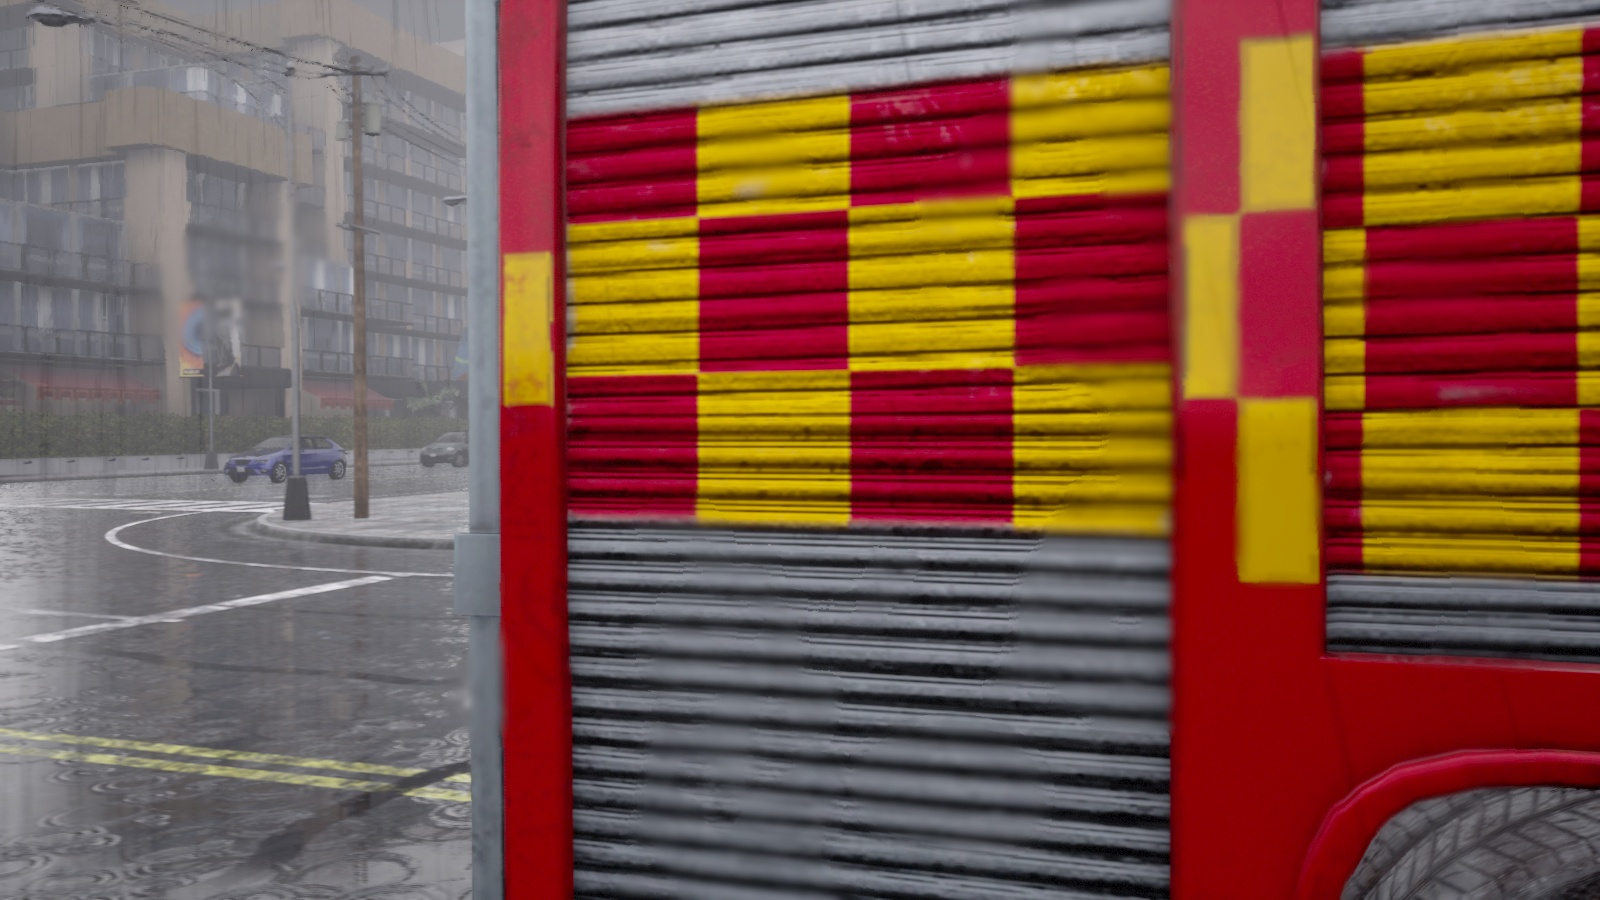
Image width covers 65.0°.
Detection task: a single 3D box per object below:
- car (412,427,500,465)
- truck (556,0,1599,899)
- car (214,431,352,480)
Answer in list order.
[{"bbox_3d":[-15.134,-0.213,55.406,1.851,1.617,3.988,1,1,18],"label":"car"},{"bbox_3d":[4.131,-0.352,1.786,8.468,3.827,2.891,1,1,19],"label":"truck"},{"bbox_3d":[-16.445,0.141,40.165,1.816,1.474,4.193,0,1,18],"label":"car"}]
